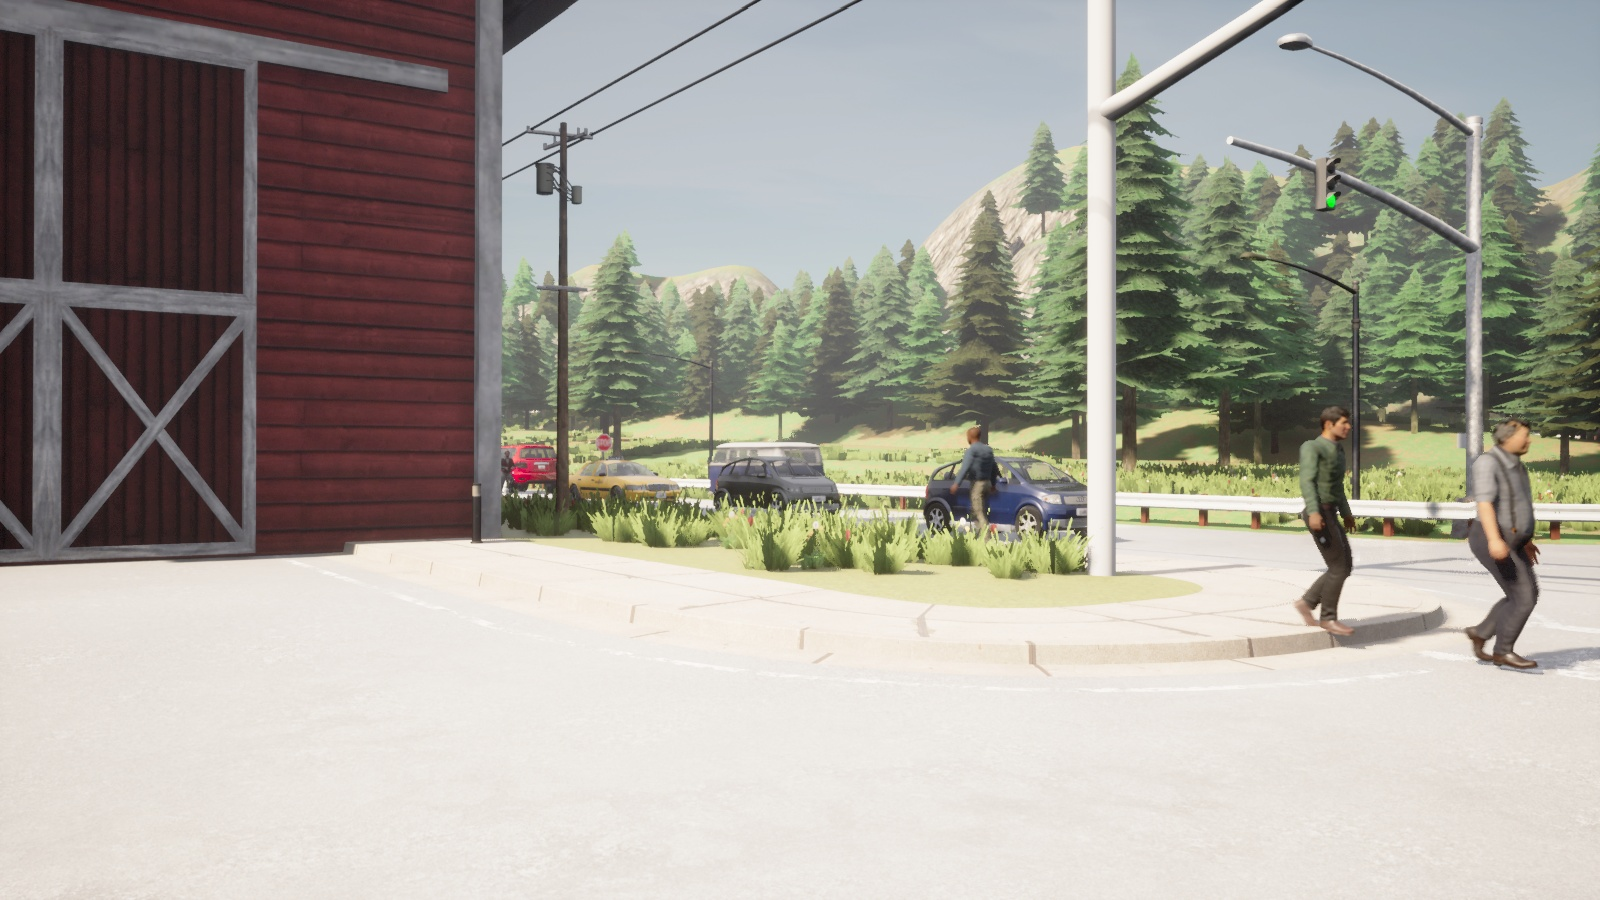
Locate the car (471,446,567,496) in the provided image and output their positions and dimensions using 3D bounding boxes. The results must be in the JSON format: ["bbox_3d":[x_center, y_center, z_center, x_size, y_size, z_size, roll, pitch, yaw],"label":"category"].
[{"bbox_3d":[-12.154,0.861,54.106,2.150,2.045,5.566,0,0,-34],"label":"car"}]

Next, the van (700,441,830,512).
[{"bbox_3d":[-1.123,0.764,37.632,1.775,1.987,4.442,0,0,-34],"label":"van"}]

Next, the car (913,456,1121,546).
[{"bbox_3d":[4.009,0.891,23.679,1.789,1.549,3.705,0,0,-34],"label":"car"}]

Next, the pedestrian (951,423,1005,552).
[{"bbox_3d":[2.582,0.538,18.270,0.370,1.835,0.726,0,0,-37],"label":"pedestrian"}]

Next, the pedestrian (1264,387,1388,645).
[{"bbox_3d":[4.149,0.501,9.920,0.788,1.949,0.423,0,0,44],"label":"pedestrian"}]

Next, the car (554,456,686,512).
[{"bbox_3d":[-5.533,0.964,37.921,1.801,1.575,5.366,0,0,-34],"label":"car"}]

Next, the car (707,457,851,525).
[{"bbox_3d":[-0.571,0.945,30.515,1.789,1.549,3.705,0,0,-34],"label":"car"}]

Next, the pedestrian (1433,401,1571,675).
[{"bbox_3d":[4.971,0.594,8.903,0.540,1.848,0.694,0,0,-38],"label":"pedestrian"}]
